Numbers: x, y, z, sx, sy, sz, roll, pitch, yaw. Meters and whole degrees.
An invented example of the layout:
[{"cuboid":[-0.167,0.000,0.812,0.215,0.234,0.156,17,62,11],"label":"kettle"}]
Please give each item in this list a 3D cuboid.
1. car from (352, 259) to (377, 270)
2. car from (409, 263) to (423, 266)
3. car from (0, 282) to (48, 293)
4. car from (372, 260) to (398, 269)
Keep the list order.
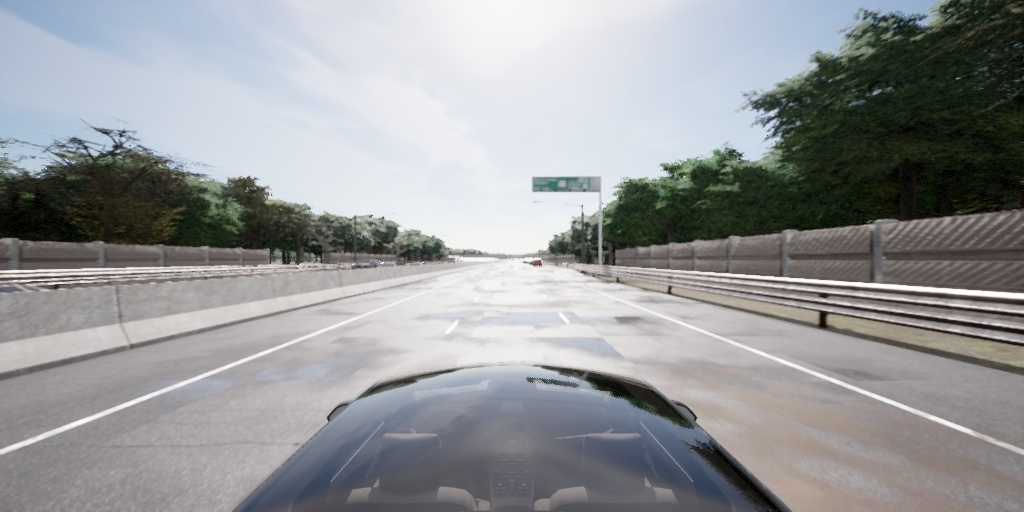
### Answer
[{"cuboid":[-21.031,1.463,52.007,2.150,2.045,5.566,0,0,1],"label":"car"},{"cuboid":[-14.037,1.750,52.398,1.837,1.490,4.892,0,0,0],"label":"car"},{"cuboid":[-14.099,1.367,8.912,2.033,1.411,5.357,0,-1,0],"label":"car"},{"cuboid":[-17.541,1.732,50.488,1.837,1.490,4.892,0,0,1],"label":"car"}]
